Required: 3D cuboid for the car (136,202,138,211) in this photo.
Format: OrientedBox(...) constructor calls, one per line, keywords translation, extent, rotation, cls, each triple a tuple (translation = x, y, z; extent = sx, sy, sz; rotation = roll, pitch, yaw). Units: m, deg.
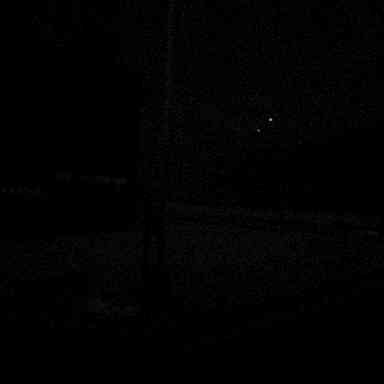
OrientedBox(translation=(-5.279, 1.766, 38.194), extent=(2.033, 1.411, 5.357), rotation=(3, -2, -36), cls="car")
